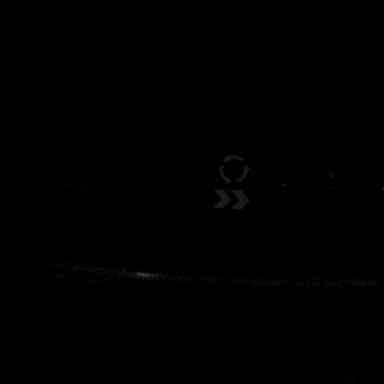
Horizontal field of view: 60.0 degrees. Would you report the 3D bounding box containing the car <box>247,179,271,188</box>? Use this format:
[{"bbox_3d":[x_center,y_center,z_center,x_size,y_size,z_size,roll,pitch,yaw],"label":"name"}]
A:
[{"bbox_3d":[16.739,-2.097,83.256,5.566,2.045,2.435,2,1,6],"label":"car"}]

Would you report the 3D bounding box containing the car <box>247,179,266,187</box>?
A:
[{"bbox_3d":[14.136,-1.828,77.893,4.892,1.521,2.231,2,2,5],"label":"car"}]

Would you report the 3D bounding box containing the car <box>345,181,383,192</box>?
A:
[{"bbox_3d":[22.832,-0.776,43.959,2.128,1.511,4.902,2,2,-34],"label":"car"}]

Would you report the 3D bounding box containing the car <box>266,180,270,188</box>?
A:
[{"bbox_3d":[15.392,-2.091,80.573,5.566,2.045,2.435,2,2,5],"label":"car"}]

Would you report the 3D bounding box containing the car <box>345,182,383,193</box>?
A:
[{"bbox_3d":[24.549,-0.698,47.409,1.895,1.301,4.718,2,2,-33],"label":"car"}]

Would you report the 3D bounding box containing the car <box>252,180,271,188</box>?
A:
[{"bbox_3d":[17.971,-1.982,85.933,4.553,1.767,2.185,2,1,6],"label":"car"}]
